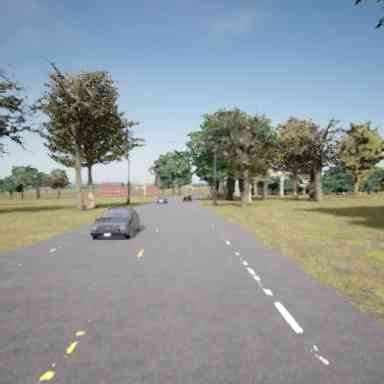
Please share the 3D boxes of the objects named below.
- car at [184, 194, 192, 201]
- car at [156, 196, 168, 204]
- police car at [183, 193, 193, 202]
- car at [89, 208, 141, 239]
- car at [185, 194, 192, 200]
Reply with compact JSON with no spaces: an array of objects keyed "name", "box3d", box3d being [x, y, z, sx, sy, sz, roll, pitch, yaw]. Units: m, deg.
[{"name":"car","box3d":[-1.035,1.320,83.099,1.882,1.535,5.008,0,0,0]},{"name":"car","box3d":[-5.401,1.426,59.908,2.128,1.511,4.902,0,0,-1]},{"name":"police car","box3d":[-1.035,1.308,73.246,1.930,1.638,5.238,0,0,0]},{"name":"car","box3d":[-3.840,1.543,17.608,2.033,1.411,5.357,0,0,-1]},{"name":"car","box3d":[-0.969,1.322,89.076,1.837,1.490,4.892,0,0,1]}]
